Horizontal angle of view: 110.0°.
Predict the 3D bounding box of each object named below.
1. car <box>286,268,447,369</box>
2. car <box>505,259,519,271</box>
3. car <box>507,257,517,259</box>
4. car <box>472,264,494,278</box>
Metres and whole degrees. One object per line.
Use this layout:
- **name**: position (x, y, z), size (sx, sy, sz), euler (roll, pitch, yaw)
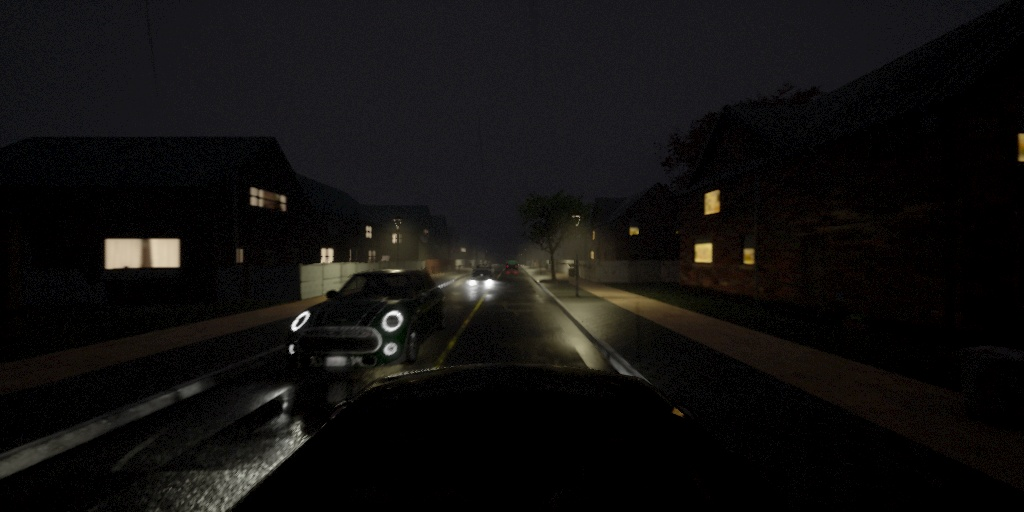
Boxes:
- **car**: position (-2.838, 1.107, 8.016), size (2.097, 1.767, 4.553), euler (0, 0, 0)
- **car**: position (-0.015, 1.559, 53.281), size (1.895, 1.301, 4.718), euler (0, 0, 0)
- **car**: position (-0.020, 1.263, 63.621), size (2.150, 2.045, 5.566), euler (0, 0, 0)
- **car**: position (-2.760, 1.451, 34.922), size (1.895, 1.301, 4.718), euler (0, 0, 0)
